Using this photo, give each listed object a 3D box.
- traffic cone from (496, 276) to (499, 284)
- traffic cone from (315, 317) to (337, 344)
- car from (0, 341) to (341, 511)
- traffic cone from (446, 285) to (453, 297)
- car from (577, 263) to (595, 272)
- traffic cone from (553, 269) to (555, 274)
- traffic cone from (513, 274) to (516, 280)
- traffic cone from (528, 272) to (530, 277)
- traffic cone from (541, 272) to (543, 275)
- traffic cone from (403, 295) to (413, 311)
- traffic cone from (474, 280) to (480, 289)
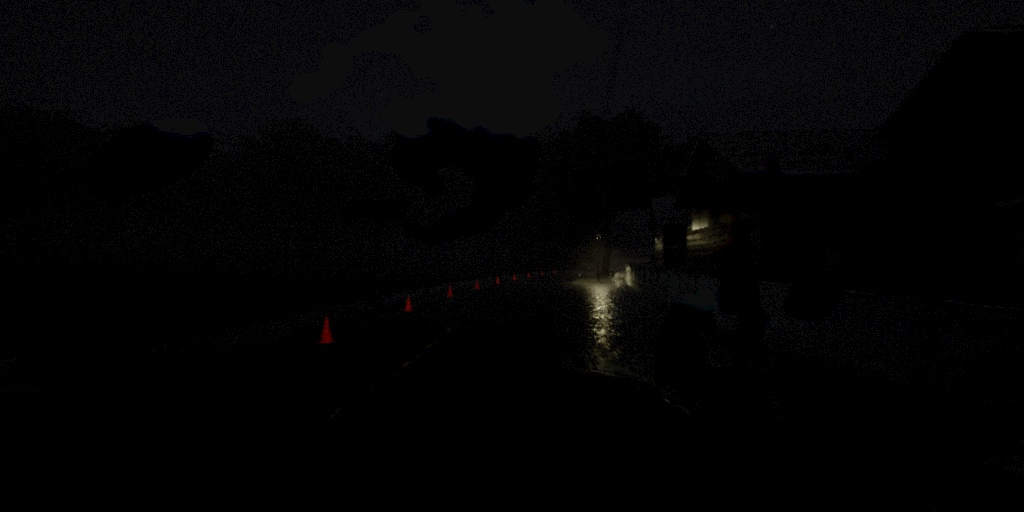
[{"bbox_3d":[-1.158,1.887,28.544,0.340,0.580,0.340,0,0,14],"label":"traffic cone"},{"bbox_3d":[-4.332,1.719,8.368,0.340,0.580,0.340,0,0,4],"label":"traffic cone"},{"bbox_3d":[-2.395,1.213,1.023,1.882,1.535,5.008,0,0,0],"label":"car"},{"bbox_3d":[-3.207,1.801,18.528,0.340,0.580,0.340,0,0,9],"label":"traffic cone"},{"bbox_3d":[11.604,1.743,55.444,2.033,1.411,5.357,0,-1,24],"label":"car"},{"bbox_3d":[5.639,2.067,47.804,0.340,0.580,0.340,0,0,25],"label":"traffic cone"},{"bbox_3d":[0.209,1.932,33.471,0.340,0.580,0.340,0,0,17],"label":"traffic cone"},{"bbox_3d":[1.800,1.977,38.330,0.340,0.580,0.340,0,0,19],"label":"traffic cone"},{"bbox_3d":[3.611,2.022,43.111,0.340,0.580,0.340,0,0,22],"label":"traffic cone"},{"bbox_3d":[-3.886,1.759,13.461,0.340,0.580,0.340,0,0,6],"label":"traffic cone"},{"bbox_3d":[-2.297,1.844,23.560,0.340,0.580,0.340,0,0,12],"label":"traffic cone"}]
